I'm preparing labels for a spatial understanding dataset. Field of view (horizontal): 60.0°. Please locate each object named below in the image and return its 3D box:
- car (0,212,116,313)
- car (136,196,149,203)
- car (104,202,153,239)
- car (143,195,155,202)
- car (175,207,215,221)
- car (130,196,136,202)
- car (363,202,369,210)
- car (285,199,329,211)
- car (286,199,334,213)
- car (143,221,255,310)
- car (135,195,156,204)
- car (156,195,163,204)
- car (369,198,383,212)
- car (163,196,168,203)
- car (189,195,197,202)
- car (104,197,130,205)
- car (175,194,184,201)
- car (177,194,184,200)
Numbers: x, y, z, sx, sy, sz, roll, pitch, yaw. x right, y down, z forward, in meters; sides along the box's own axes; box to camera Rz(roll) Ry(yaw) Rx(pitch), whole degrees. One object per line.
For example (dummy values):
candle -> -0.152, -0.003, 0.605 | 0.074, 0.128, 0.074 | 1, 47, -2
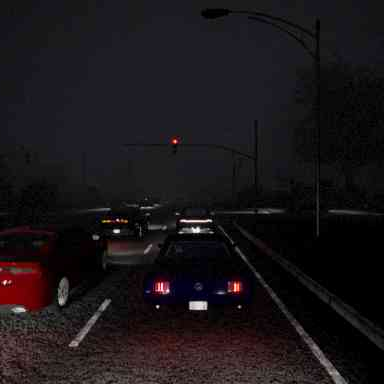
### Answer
car -> -3.382, 1.478, 7.774 | 1.882, 1.535, 5.008 | 0, 0, 0
car -> -10.331, 1.540, 69.549 | 2.033, 1.411, 5.357 | 0, 0, 0
car -> -3.359, 1.505, 17.271 | 1.837, 1.490, 4.892 | 0, 0, 0
car -> -10.305, 1.540, 79.893 | 2.033, 1.411, 5.357 | 0, 0, 0
car -> 0.151, 1.491, 17.009 | 2.128, 1.511, 4.902 | 0, 0, -1
car -> -10.428, 1.526, 59.084 | 1.812, 1.442, 4.674 | 0, 0, 0
car -> 22.853, 1.484, 39.110 | 4.902, 1.511, 2.128 | 0, 0, 3
car -> 13.677, 1.526, 39.628 | 4.674, 1.442, 1.812 | 0, 0, 5
car -> 12.808, 1.491, 36.174 | 4.902, 1.511, 2.128 | 0, 0, 3
car -> 0.118, 1.601, 7.747 | 1.895, 1.301, 4.718 | 0, 0, 0
car -> -6.812, 1.564, 49.450 | 1.994, 1.385, 4.181 | 0, 0, -2
car -> -6.911, 1.601, 61.016 | 1.895, 1.301, 4.718 | 0, 0, 1
car -> 22.228, 1.470, 35.638 | 5.008, 1.535, 1.882 | 0, 0, 3
car -> -6.827, 1.478, 71.302 | 1.882, 1.535, 5.008 | 0, 0, 0
car -> 0.196, 1.500, 80.054 | 1.837, 1.490, 4.892 | 0, 0, 0
car -> -11.095, 1.491, 47.978 | 2.128, 1.511, 4.902 | 0, 0, 8
car -> -3.290, 1.532, 84.631 | 2.033, 1.411, 5.357 | 0, 0, 0
car -> -3.224, 1.328, 95.040 | 1.882, 1.535, 5.008 | 0, 0, 1
